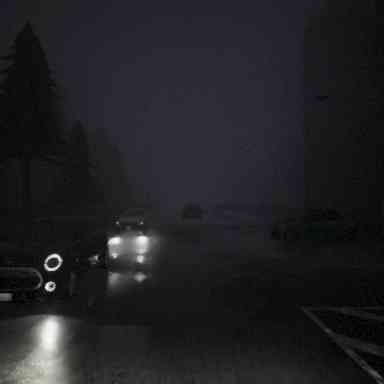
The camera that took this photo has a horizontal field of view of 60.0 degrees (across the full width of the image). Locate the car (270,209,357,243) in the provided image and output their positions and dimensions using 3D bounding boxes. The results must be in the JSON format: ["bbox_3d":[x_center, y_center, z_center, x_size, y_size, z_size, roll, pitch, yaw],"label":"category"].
[{"bbox_3d":[5.999,1.676,16.739,3.988,1.617,1.851,0,-1,-1],"label":"car"}]

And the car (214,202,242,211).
[{"bbox_3d":[5.420,2.120,49.743,4.181,1.381,1.994,0,-1,-1],"label":"car"}]

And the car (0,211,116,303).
[{"bbox_3d":[-3.621,1.453,8.640,2.097,1.767,4.553,0,-1,0],"label":"car"}]

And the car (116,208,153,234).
[{"bbox_3d":[-3.559,1.768,21.001,1.812,1.442,4.674,0,-1,0],"label":"car"}]

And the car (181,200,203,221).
[{"bbox_3d":[0.013,1.840,31.573,1.882,1.535,5.008,0,-1,0],"label":"car"}]
